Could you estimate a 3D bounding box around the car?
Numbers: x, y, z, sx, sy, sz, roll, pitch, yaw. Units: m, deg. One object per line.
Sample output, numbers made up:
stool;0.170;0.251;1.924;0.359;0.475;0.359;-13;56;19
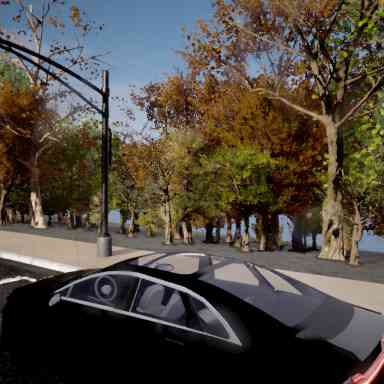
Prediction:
car;-0.395;1.491;3.974;4.902;1.511;2.128;0;0;36
